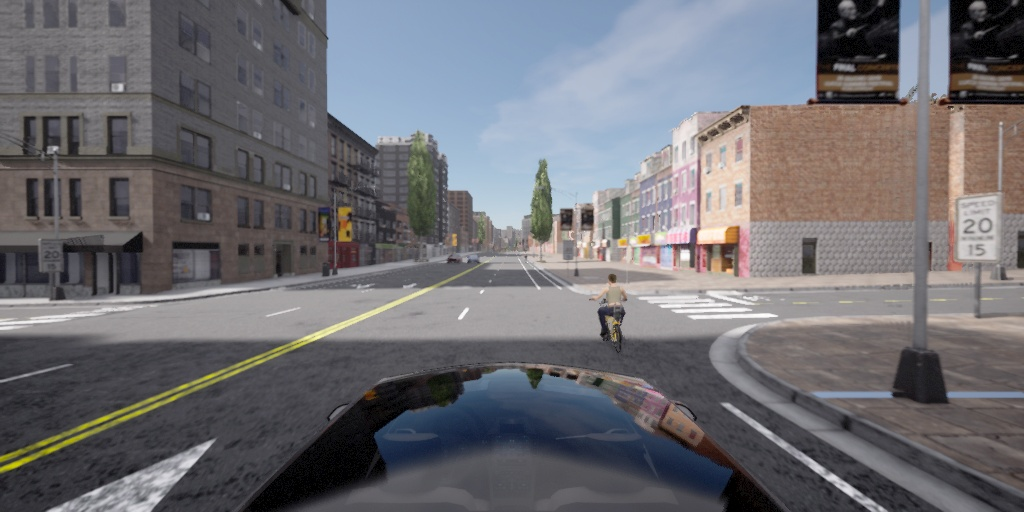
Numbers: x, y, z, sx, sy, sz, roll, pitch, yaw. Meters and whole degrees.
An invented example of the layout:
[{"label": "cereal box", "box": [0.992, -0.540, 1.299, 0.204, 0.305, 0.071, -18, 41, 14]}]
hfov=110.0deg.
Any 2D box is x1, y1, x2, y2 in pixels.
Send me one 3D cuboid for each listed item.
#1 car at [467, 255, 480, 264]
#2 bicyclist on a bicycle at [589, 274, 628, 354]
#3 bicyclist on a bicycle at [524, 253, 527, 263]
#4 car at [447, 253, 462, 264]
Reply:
[{"label": "car", "box": [-6.496, 0.525, 61.073, 1.812, 1.442, 4.674, 0, 1, 0]}, {"label": "bicyclist on a bicycle", "box": [2.155, 1.185, 7.802, 0.866, 1.612, 1.509, 0, 0, 0]}, {"label": "bicyclist on a bicycle", "box": [2.254, 0.401, 59.591, 0.659, 1.776, 1.843, 0, 1, 0]}, {"label": "car", "box": [-9.746, 0.350, 61.100, 2.097, 1.767, 4.553, 0, 1, 0]}]
